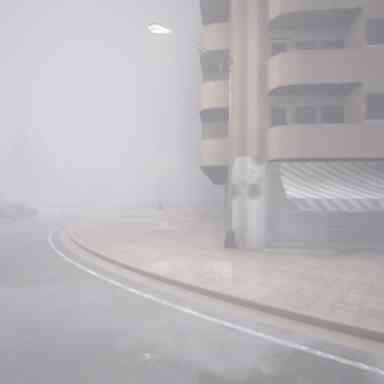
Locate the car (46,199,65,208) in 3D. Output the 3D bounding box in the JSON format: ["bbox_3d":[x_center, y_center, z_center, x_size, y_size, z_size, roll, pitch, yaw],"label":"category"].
[{"bbox_3d":[-20.227,1.724,50.548,1.812,1.442,4.674,0,-1,5],"label":"car"}]

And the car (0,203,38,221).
[{"bbox_3d":[-14.776,1.632,27.627,2.033,1.411,5.357,0,0,-1],"label":"car"}]

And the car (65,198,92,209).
[{"bbox_3d":[-16.727,1.729,50.370,2.128,1.511,4.902,0,0,5],"label":"car"}]
